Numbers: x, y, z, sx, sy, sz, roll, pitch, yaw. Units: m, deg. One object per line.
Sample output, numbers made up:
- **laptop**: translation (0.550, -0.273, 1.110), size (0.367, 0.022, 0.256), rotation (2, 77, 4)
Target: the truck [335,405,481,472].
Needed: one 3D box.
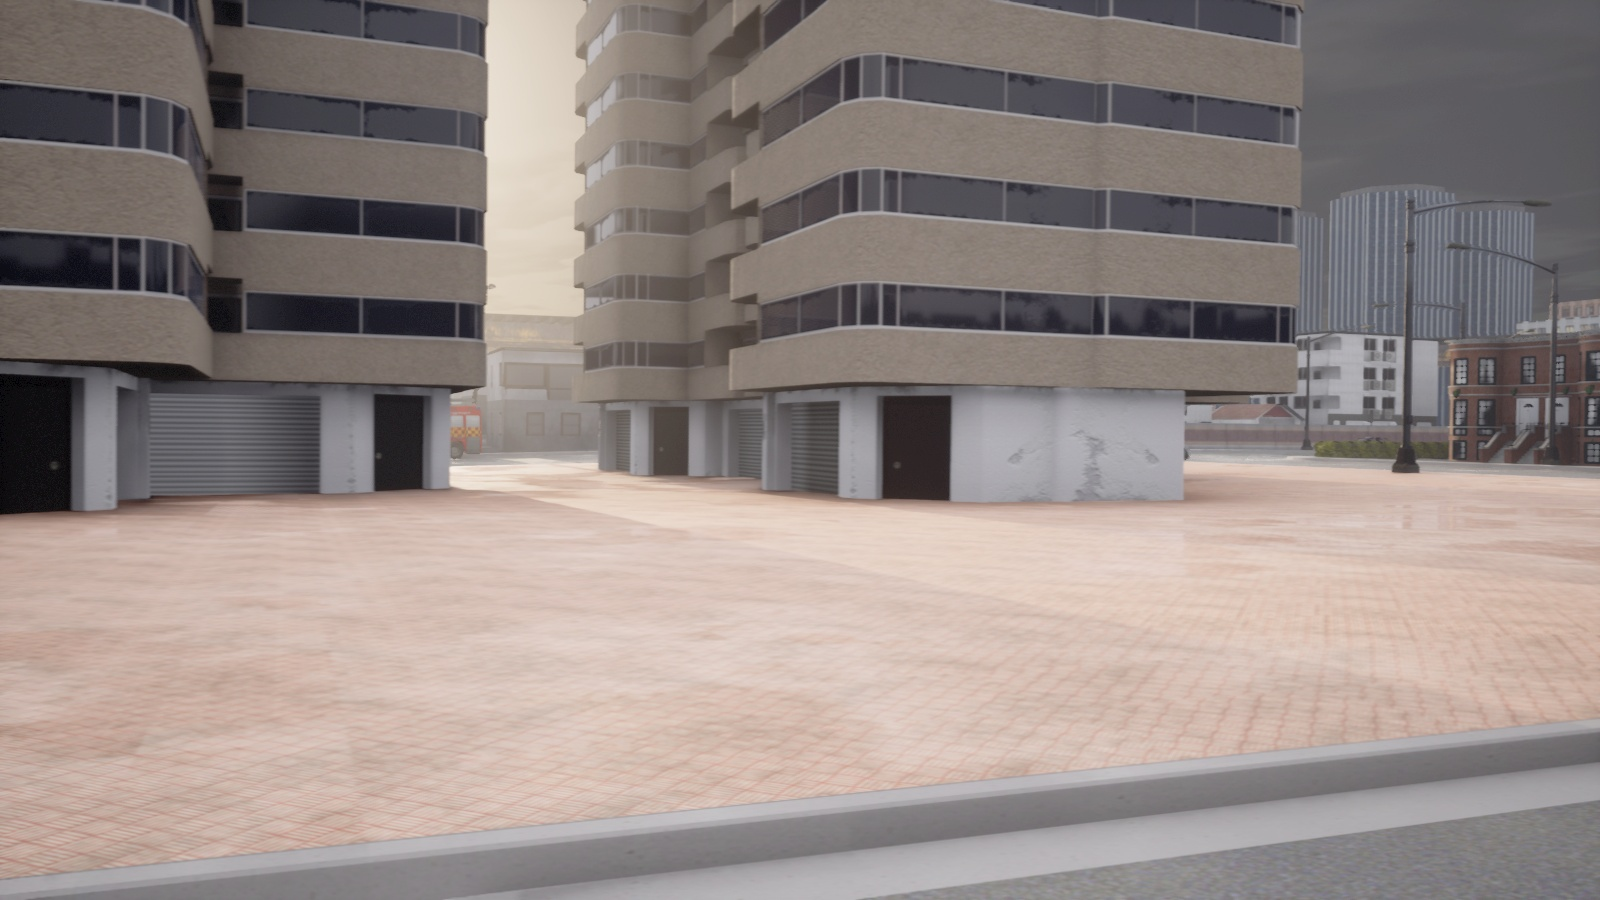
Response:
- **truck**: translation (-24.748, -0.762, 79.365), size (8.468, 3.827, 2.891), rotation (-2, 2, -22)
